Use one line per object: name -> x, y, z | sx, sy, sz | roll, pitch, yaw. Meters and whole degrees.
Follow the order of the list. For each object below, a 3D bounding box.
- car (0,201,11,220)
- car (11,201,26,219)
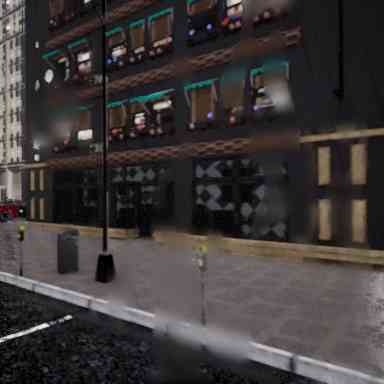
car -> -13.637, 1.387, 26.133 | 1.994, 1.385, 4.181 | -1, 1, 35
car -> -10.998, 1.354, 25.439 | 1.947, 1.339, 4.313 | 1, 1, 35
